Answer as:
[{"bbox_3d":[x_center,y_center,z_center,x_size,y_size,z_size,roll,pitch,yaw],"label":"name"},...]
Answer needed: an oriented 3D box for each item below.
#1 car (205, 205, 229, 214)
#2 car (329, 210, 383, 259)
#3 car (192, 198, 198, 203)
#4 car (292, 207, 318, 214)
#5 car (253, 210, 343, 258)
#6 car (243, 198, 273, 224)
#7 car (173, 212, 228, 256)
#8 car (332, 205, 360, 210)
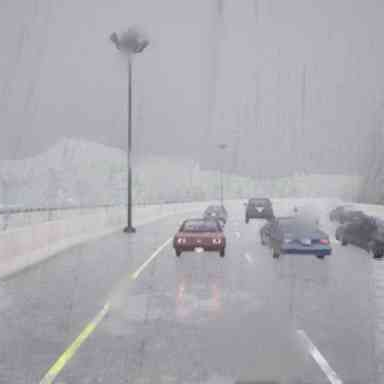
[{"bbox_3d":[2.023,1.816,28.014,2.033,1.411,5.357,0,-1,9],"label":"car"},{"bbox_3d":[7.383,1.678,13.063,2.033,1.411,5.357,0,-1,4],"label":"car"},{"bbox_3d":[1.549,2.221,76.336,1.837,1.490,4.892,0,-1,23],"label":"car"},{"bbox_3d":[8.962,1.866,27.064,1.895,1.301,4.718,0,-1,9],"label":"car"},{"bbox_3d":[3.891,1.678,13.306,2.033,1.411,5.357,0,-1,4],"label":"car"},{"bbox_3d":[5.483,1.483,27.493,2.150,2.045,5.566,0,0,9],"label":"car"},{"bbox_3d":[0.410,1.732,13.666,1.895,1.301,4.718,0,-1,4],"label":"car"},{"bbox_3d":[12.471,1.791,26.799,1.812,1.442,4.674,0,0,9],"label":"car"}]
